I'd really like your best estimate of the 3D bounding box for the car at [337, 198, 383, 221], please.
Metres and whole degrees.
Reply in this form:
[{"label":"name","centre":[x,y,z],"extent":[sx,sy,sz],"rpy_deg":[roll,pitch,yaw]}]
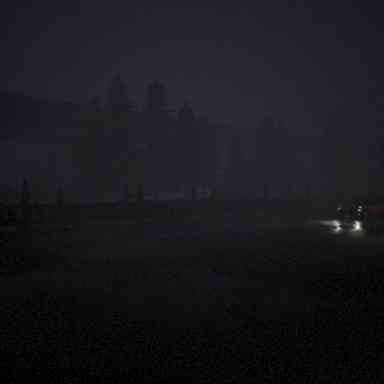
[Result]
[{"label":"car","centre":[13.592,1.251,26.567],"extent":[4.553,1.767,2.097],"rpy_deg":[0,0,-35]}]
